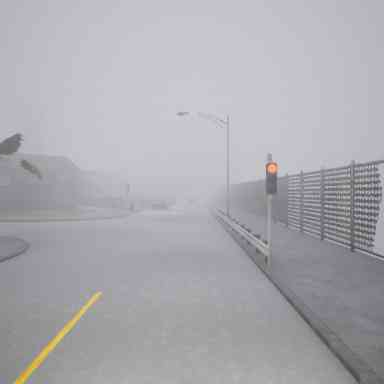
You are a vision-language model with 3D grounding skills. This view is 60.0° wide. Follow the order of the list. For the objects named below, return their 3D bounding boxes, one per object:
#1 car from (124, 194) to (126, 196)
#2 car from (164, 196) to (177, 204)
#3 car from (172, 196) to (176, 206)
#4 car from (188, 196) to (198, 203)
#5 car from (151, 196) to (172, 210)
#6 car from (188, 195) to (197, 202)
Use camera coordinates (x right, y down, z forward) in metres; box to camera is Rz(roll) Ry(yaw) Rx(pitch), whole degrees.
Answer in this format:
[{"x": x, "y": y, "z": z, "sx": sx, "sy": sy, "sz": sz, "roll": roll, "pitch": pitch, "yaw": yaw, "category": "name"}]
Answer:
[{"x": -17.204, "y": 1.134, "z": 78.223, "sx": 3.633, "sy": 1.501, "sz": 1.845, "roll": 0, "pitch": 0, "yaw": 0, "category": "car"}, {"x": -3.999, "y": 1.547, "z": 62.952, "sx": 2.033, "sy": 1.411, "sz": 5.357, "roll": 0, "pitch": 0, "yaw": 0, "category": "car"}, {"x": -4.041, "y": 1.505, "z": 52.496, "sx": 1.837, "sy": 1.490, "sz": 4.892, "roll": 0, "pitch": 0, "yaw": 0, "category": "car"}, {"x": 0.168, "y": 1.547, "z": 67.996, "sx": 2.033, "sy": 1.411, "sz": 5.357, "roll": 0, "pitch": 0, "yaw": -1, "category": "car"}, {"x": -4.058, "y": 1.478, "z": 42.778, "sx": 1.882, "sy": 1.535, "sz": 5.008, "roll": 0, "pitch": 0, "yaw": 0, "category": "car"}, {"x": 0.074, "y": 1.540, "z": 78.624, "sx": 2.033, "sy": 1.411, "sz": 5.357, "roll": 0, "pitch": 0, "yaw": 0, "category": "car"}]
